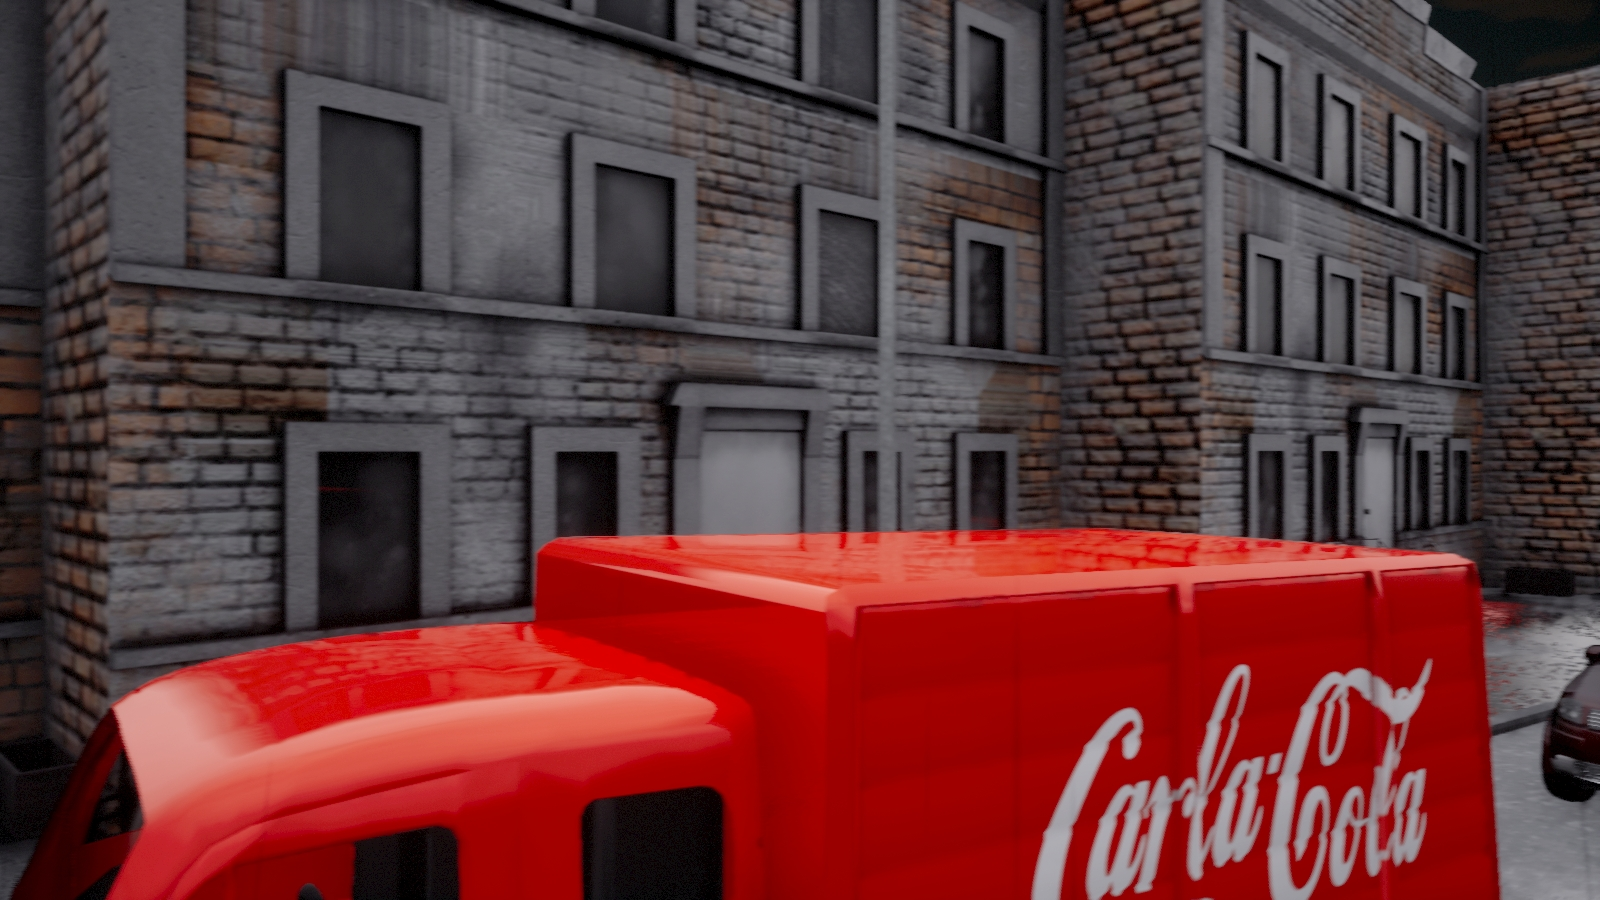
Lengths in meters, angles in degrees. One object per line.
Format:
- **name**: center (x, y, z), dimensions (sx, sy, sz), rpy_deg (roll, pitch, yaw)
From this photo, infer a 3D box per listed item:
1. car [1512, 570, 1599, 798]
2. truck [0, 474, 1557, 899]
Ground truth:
- **car**: center (7.620, 1.805, 9.246), dimensions (3.705, 1.549, 1.789), rpy_deg (0, 0, -34)
- **truck**: center (0.118, 1.362, 4.201), dimensions (5.204, 2.467, 2.627), rpy_deg (1, -1, -34)
